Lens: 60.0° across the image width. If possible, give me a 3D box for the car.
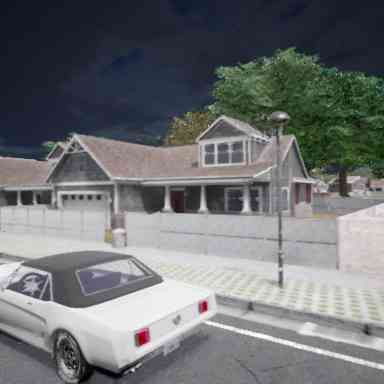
[{"bbox_3d":[-2.054,1.662,5.461,4.718,1.301,1.895,-1,-1,36],"label":"car"}]
